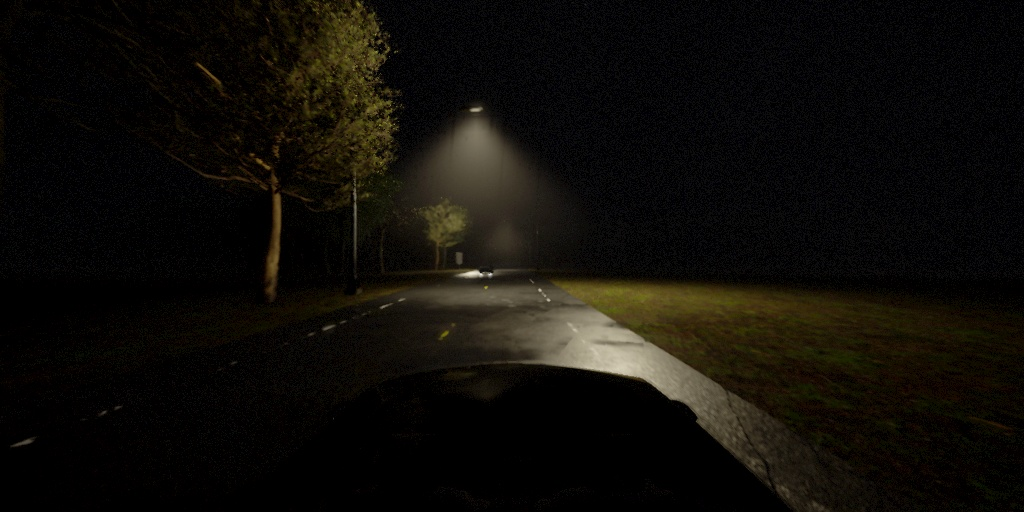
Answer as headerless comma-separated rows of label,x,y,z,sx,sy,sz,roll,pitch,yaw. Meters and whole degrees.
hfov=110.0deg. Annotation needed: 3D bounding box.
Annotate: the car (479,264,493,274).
car,-3.611,1.762,50.653,2.033,1.411,5.357,0,-1,0
